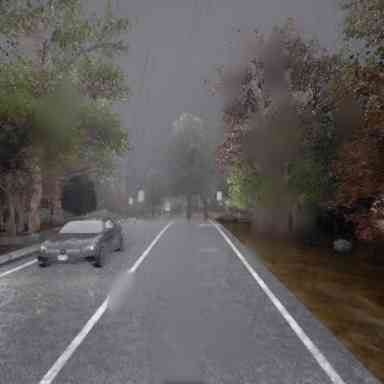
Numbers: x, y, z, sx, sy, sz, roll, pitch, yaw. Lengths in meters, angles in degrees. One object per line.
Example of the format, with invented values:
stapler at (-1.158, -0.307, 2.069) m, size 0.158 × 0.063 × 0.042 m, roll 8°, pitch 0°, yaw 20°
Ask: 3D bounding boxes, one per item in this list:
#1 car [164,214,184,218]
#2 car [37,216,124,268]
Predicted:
car at (-4.655, 6.438, 86.514) m, size 5.357 × 1.411 × 2.033 m, roll 1°, pitch -5°, yaw -5°
car at (-3.603, 1.588, 11.602) m, size 1.812 × 1.442 × 4.674 m, roll 0°, pitch 0°, yaw 0°
